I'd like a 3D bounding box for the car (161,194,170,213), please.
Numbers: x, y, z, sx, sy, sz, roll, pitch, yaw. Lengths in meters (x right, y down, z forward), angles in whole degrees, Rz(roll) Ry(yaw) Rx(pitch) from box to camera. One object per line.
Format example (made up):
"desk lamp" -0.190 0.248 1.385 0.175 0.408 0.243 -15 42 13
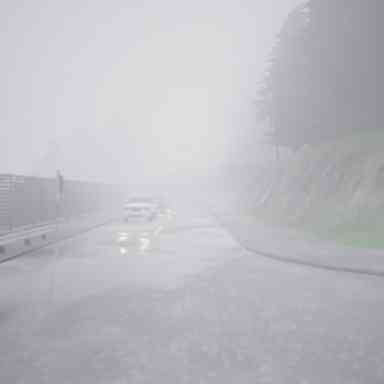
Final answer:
"car" -4.070 1.248 37.454 2.150 2.045 5.566 0 0 0

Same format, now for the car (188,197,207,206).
"car" 0.855 1.568 56.012 1.812 1.442 4.674 0 0 26

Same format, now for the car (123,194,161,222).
"car" -4.087 1.241 27.043 2.150 2.045 5.566 0 0 0
